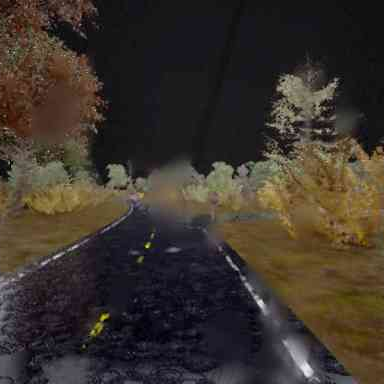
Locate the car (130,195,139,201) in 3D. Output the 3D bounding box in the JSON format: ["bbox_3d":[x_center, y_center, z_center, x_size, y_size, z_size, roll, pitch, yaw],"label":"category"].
[{"bbox_3d":[-13.516,1.387,77.644,2.128,1.511,4.902,0,0,-14],"label":"car"}]
